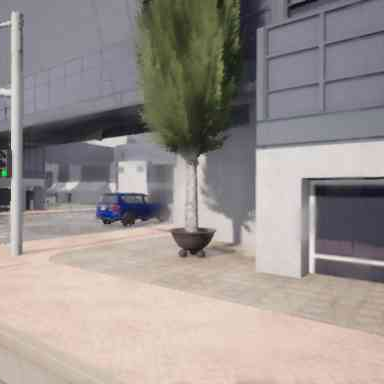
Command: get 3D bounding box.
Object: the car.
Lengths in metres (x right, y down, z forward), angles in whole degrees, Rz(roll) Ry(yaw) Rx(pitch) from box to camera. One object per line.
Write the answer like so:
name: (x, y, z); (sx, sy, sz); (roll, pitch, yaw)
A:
car: (-3.809, 1.097, 22.256); (2.150, 2.045, 5.566); (0, 0, 36)
